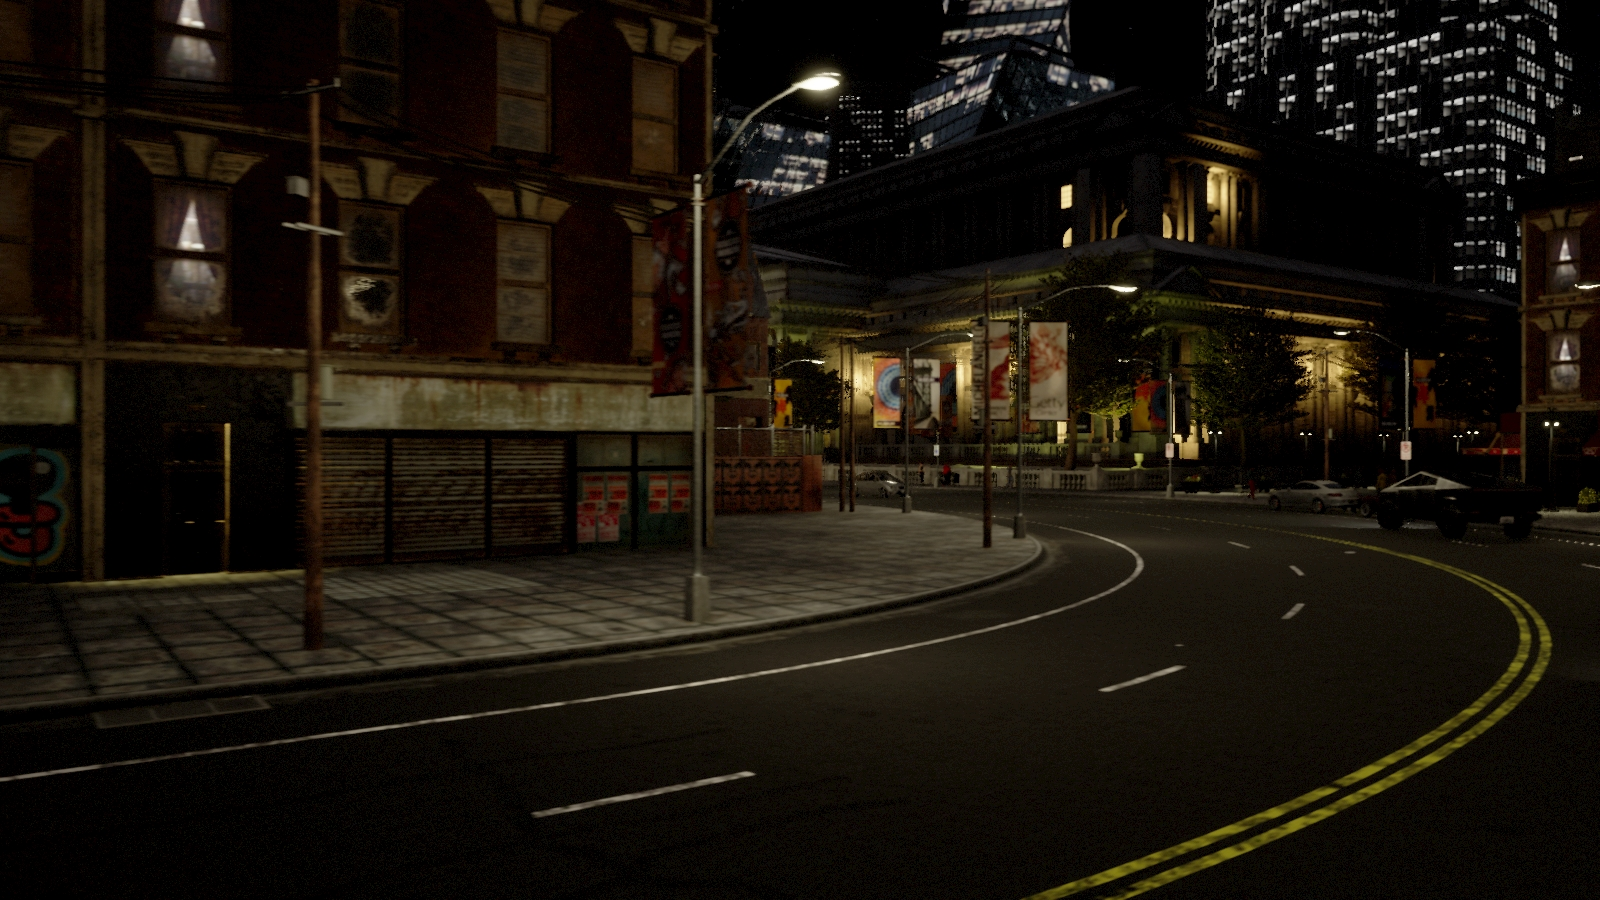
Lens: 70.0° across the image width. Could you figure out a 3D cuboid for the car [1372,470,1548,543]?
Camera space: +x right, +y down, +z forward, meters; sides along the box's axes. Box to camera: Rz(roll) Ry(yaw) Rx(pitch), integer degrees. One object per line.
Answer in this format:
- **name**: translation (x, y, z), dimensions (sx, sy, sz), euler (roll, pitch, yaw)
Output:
- **car**: translation (21.470, 1.753, 37.591), dimensions (2.390, 2.098, 6.274), euler (0, 0, 2)
